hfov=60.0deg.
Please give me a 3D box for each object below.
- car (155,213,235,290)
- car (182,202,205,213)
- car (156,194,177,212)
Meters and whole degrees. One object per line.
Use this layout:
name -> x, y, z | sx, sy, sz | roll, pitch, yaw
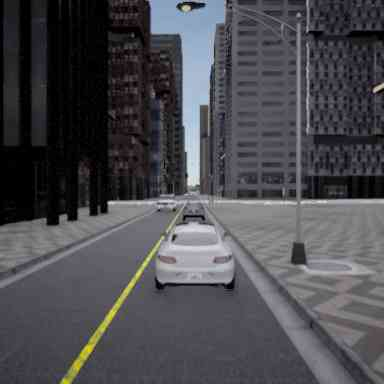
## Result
car -> 0.082, 1.543, 9.038 | 1.812, 1.442, 4.674 | 0, 0, 1
car -> 0.154, 1.604, 28.567 | 2.033, 1.411, 5.357 | 0, 0, 0
car -> -2.999, 1.304, 40.018 | 2.150, 2.045, 5.566 | 0, 0, 0
